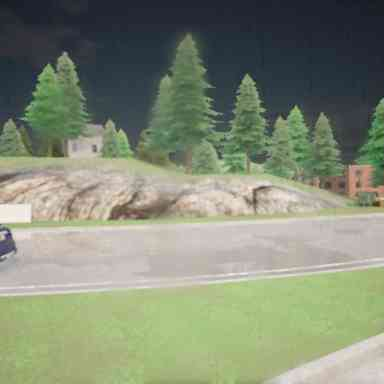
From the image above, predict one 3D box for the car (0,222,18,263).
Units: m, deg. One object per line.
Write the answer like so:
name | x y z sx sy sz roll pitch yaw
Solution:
car | -7.548 1.362 9.273 4.553 1.767 2.097 -1 0 -9
